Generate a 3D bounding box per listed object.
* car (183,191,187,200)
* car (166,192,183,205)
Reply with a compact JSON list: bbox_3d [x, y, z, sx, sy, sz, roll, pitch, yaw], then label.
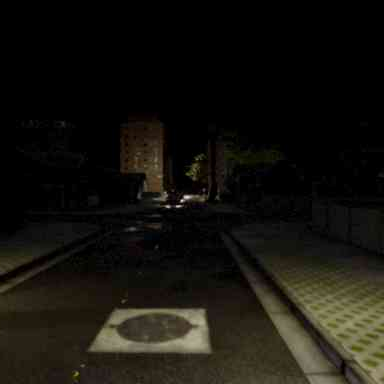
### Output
[{"bbox_3d":[-2.792,1.055,72.736,1.994,1.385,4.181,0,0,0],"label":"car"},{"bbox_3d":[-2.779,0.973,49.875,2.097,1.767,4.553,0,0,0],"label":"car"}]
